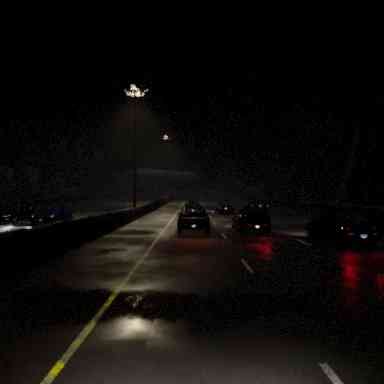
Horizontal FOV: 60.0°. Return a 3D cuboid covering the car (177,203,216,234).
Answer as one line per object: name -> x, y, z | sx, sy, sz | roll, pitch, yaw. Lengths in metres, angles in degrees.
car -> 0.096, 1.644, 20.413 | 2.128, 1.511, 4.902 | 0, 0, 0

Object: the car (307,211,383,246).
car -> 7.083, 1.658, 16.030 | 1.812, 1.442, 4.674 | 0, 0, 0

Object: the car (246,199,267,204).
car -> 7.092, 1.516, 36.563 | 2.097, 1.767, 4.553 | 0, 0, 0

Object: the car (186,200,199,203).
car -> 0.092, 1.668, 36.979 | 1.837, 1.490, 4.892 | 0, 0, 0

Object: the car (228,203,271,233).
car -> 3.596, 1.659, 20.730 | 1.837, 1.490, 4.892 | 0, 0, 0

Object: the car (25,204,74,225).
car -> -10.604, 1.692, 25.590 | 1.812, 1.442, 4.674 | 0, 0, 0

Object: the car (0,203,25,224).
car -> -14.104, 1.672, 26.365 | 1.837, 1.490, 4.892 | 0, 0, 0

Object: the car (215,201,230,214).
car -> 3.592, 1.726, 37.368 | 1.994, 1.385, 4.181 | 0, 0, 0
